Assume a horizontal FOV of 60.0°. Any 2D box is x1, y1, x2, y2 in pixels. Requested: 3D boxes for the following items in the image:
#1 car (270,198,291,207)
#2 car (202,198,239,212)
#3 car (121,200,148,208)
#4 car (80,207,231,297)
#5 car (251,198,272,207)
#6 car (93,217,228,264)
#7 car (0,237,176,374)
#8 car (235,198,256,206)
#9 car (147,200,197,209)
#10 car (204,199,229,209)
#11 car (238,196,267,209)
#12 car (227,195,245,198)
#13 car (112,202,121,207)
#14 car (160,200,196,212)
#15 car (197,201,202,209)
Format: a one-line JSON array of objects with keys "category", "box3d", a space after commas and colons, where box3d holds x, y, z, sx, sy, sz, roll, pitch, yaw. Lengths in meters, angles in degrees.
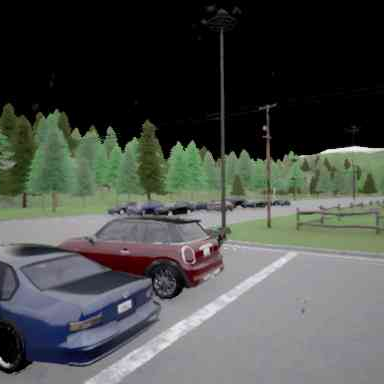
[{"category": "car", "box3d": [15.735, 1.805, 58.270, 2.033, 1.411, 5.357, -1, -1, 36]}, {"category": "car", "box3d": [3.582, 1.787, 41.726, 1.812, 1.442, 4.674, -1, -1, 36]}, {"category": "car", "box3d": [-4.973, 1.657, 35.905, 2.097, 1.767, 4.553, -1, -1, 36]}, {"category": "car", "box3d": [-1.561, 1.428, 8.661, 4.553, 1.767, 2.097, -1, 0, 27]}, {"category": "car", "box3d": [12.588, 1.806, 59.905, 1.837, 1.490, 4.892, -1, -1, 37]}, {"category": "car", "box3d": [-1.211, 1.701, 12.551, 4.718, 1.301, 1.895, -1, 0, 24]}, {"category": "car", "box3d": [-3.150, 1.617, 5.591, 5.357, 1.411, 2.033, -1, 0, 27]}, {"category": "car", "box3d": [10.072, 1.869, 62.319, 1.812, 1.442, 4.674, -1, -1, 36]}, {"category": "car", "box3d": [-1.915, 1.740, 34.174, 1.882, 1.535, 5.008, -1, -1, 36]}, {"category": "car", "box3d": [4.069, 1.850, 54.212, 1.837, 1.490, 4.892, -1, -1, 36]}, {"category": "car", "box3d": [9.119, 1.738, 49.297, 1.882, 1.535, 5.008, -1, -1, 36]}, {"category": "car", "box3d": [6.619, 1.524, 51.794, 2.150, 2.045, 5.566, -1, -1, 37]}, {"category": "car", "box3d": [-7.569, 1.853, 38.294, 1.837, 1.490, 4.892, -1, -1, 36]}, {"category": "car", "box3d": [-1.842, 1.895, 46.176, 2.033, 1.411, 5.357, -1, -1, 37]}, {"category": "car", "box3d": [0.591, 1.852, 43.576, 2.033, 1.411, 5.357, -1, -1, 36]}]
